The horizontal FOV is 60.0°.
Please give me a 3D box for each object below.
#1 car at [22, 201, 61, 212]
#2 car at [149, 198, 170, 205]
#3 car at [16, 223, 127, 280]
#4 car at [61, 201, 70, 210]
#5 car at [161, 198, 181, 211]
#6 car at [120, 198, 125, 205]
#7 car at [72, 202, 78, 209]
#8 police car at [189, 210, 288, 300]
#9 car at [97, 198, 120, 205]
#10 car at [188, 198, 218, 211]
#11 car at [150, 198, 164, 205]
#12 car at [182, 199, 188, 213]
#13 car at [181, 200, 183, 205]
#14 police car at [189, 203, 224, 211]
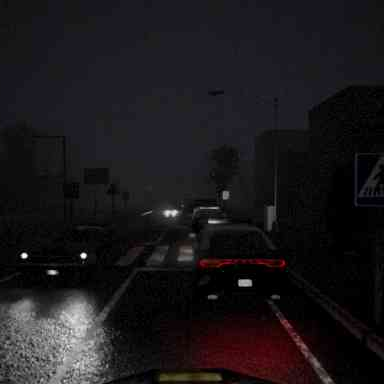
[{"bbox_3d":[-21.986,2.133,48.030,4.674,1.452,2.002,0,-1,0],"label":"car"},{"bbox_3d":[-8.908,2.558,91.770,5.566,2.045,2.435,0,-1,0],"label":"car"},{"bbox_3d":[-3.370,1.661,10.248,1.895,1.301,4.718,0,-1,0],"label":"car"},{"bbox_3d":[-21.982,2.146,51.306,4.892,1.521,2.231,0,-1,0],"label":"car"},{"bbox_3d":[-3.372,2.236,54.477,2.128,1.511,4.902,0,-1,0],"label":"car"},{"bbox_3d":[-21.965,2.808,91.776,5.008,1.535,2.097,0,-1,0],"label":"car"},{"bbox_3d":[-21.991,2.196,54.579,5.008,1.535,2.097,0,-1,0],"label":"car"},{"bbox_3d":[0.957,1.467,8.601,1.930,1.638,5.238,0,-1,0],"label":"police car"},{"bbox_3d":[-21.958,2.700,86.209,5.008,1.535,2.097,0,-1,0],"label":"car"},{"bbox_3d":[0.944,1.504,24.537,2.150,2.045,5.566,0,-1,0],"label":"car"},{"bbox_3d":[-8.875,2.755,88.964,4.892,1.521,2.231,0,-1,0],"label":"car"},{"bbox_3d":[-0.018,2.116,45.843,1.837,1.490,4.892,0,-1,0],"label":"car"},{"bbox_3d":[-3.284,2.758,89.039,1.882,1.535,5.008,0,-1,0],"label":"car"},{"bbox_3d":[0.947,1.611,18.612,1.930,1.638,5.238,0,-1,0],"label":"police car"}]
